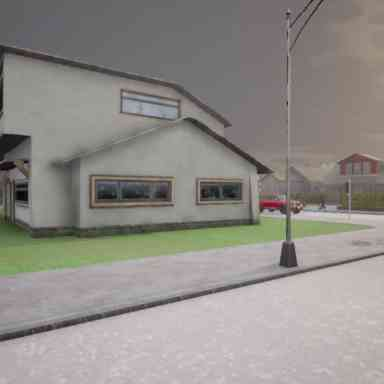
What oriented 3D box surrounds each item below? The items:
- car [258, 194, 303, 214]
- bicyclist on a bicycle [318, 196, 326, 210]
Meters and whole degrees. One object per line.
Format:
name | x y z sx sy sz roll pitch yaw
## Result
car | 9.018 1.222 35.322 2.150 2.045 5.566 0 0 -35
bicyclist on a bicycle | 15.772 1.349 40.310 1.656 1.620 0.582 0 0 -35
